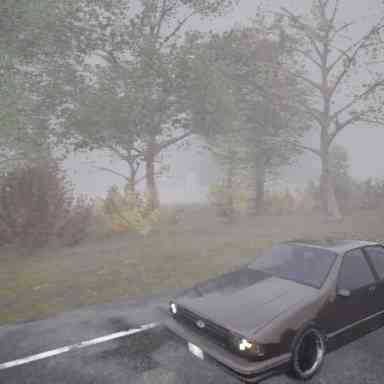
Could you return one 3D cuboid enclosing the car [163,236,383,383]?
[{"bbox_3d":[2.208,1.507,5.573,5.357,1.411,2.033,-1,0,-36],"label":"car"}]
